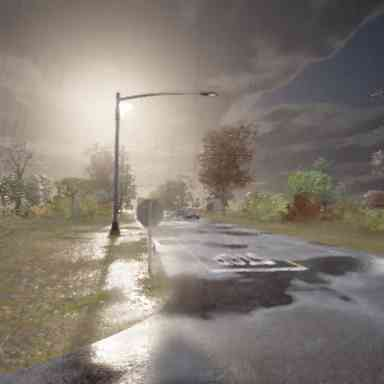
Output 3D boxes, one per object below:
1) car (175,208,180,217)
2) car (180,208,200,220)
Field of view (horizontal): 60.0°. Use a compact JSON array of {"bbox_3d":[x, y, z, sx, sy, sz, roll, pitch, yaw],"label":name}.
[{"bbox_3d":[-1.801,3.553,57.398,2.128,1.511,4.902,1,-2,-9],"label":"car"},{"bbox_3d":[-0.153,3.310,47.558,1.895,1.301,4.718,1,-2,-9],"label":"car"}]
